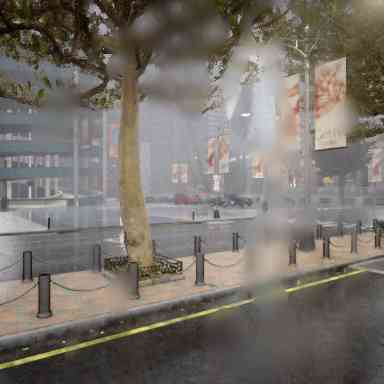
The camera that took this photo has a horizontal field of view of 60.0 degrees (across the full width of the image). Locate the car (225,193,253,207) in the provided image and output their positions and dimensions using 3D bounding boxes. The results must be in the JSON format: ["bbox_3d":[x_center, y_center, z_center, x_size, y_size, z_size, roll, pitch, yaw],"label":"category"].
[{"bbox_3d":[7.184,1.221,53.067,2.150,2.045,5.566,0,0,-36],"label":"car"}]

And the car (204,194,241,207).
[{"bbox_3d":[4.572,1.491,50.696,2.128,1.511,4.902,0,0,-35],"label":"car"}]

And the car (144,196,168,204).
[{"bbox_3d":[-7.692,1.505,66.427,4.892,1.490,1.837,0,0,43],"label":"car"}]

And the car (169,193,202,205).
[{"bbox_3d":[-1.175,1.221,58.707,2.150,2.045,5.566,0,0,-36],"label":"car"}]

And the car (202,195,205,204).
[{"bbox_3d":[1.486,1.352,60.933,2.097,1.767,4.553,0,0,-37],"label":"car"}]
